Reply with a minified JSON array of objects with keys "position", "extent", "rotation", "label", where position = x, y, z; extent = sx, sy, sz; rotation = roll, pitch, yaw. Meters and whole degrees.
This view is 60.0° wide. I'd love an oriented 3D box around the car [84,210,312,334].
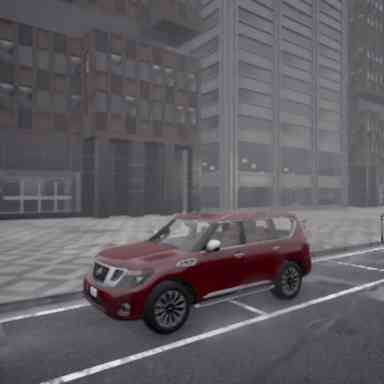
[{"position":[0.426,1.340,6.958],"extent":[5.009,1.841,2.192],"rotation":[0,0,-36],"label":"car"}]
